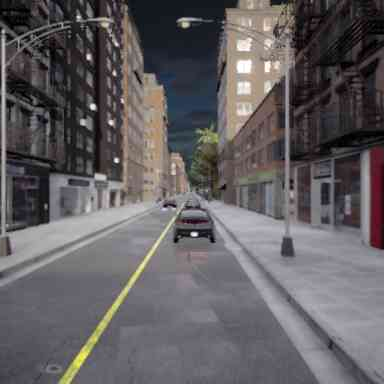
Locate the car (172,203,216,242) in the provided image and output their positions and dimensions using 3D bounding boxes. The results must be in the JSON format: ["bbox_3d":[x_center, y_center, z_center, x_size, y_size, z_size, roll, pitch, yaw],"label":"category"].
[{"bbox_3d":[0.098,1.491,16.178,1.837,1.490,4.892,0,0,0],"label":"car"}]

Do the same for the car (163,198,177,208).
[{"bbox_3d":[-3.027,1.506,47.034,2.033,1.411,5.357,0,0,0],"label":"car"}]

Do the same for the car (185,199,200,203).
[{"bbox_3d":[0.095,1.527,41.886,1.994,1.385,4.181,0,0,0],"label":"car"}]
